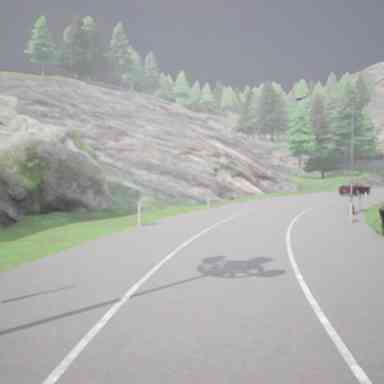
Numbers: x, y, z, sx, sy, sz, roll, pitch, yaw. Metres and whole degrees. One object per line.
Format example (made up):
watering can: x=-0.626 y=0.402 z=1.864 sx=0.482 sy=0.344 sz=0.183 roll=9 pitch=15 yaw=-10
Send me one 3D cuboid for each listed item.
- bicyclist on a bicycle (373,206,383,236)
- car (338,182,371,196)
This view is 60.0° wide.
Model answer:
bicyclist on a bicycle: x=7.950 y=0.938 z=13.090 sx=0.582 sy=1.620 sz=1.656 roll=-4 pitch=1 yaw=-34
car: x=18.982 y=-0.441 z=38.729 sx=5.008 sy=1.535 sz=1.882 roll=-4 pitch=4 yaw=-39
